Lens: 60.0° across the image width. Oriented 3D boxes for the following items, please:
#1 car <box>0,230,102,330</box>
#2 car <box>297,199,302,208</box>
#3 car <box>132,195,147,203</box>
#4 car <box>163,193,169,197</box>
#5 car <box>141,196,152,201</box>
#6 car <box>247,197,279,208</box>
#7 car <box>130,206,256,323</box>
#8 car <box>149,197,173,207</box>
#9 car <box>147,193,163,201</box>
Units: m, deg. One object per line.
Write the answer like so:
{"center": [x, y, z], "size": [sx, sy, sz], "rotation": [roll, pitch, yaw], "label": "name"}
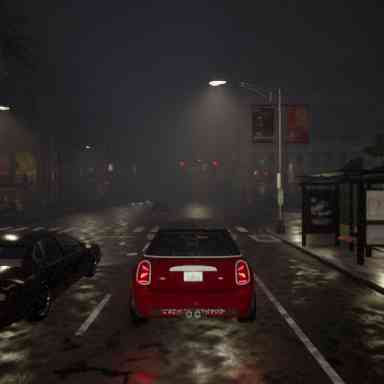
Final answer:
{"center": [-3.491, 1.547, 7.164], "size": [2.033, 1.411, 5.357], "rotation": [0, 0, 0], "label": "car"}
{"center": [16.583, 1.220, 43.074], "size": [5.566, 2.045, 2.150], "rotation": [0, 0, -1], "label": "car"}
{"center": [-11.235, 1.353, 69.680], "size": [2.097, 1.767, 4.553], "rotation": [0, 0, -1], "label": "car"}
{"center": [-7.821, 1.223, 83.412], "size": [2.150, 2.045, 5.566], "rotation": [0, 0, 3], "label": "car"}
{"center": [-11.317, 1.593, 83.574], "size": [1.895, 1.301, 4.718], "rotation": [0, 0, 3], "label": "car"}
{"center": [10.233, 1.505, 46.953], "size": [4.892, 1.490, 1.837], "rotation": [0, 1, 8], "label": "car"}
{"center": [0.008, 1.352, 7.370], "size": [2.097, 1.767, 4.553], "rotation": [0, 0, 0], "label": "car"}
{"center": [-3.832, 1.599, 41.861], "size": [1.895, 1.301, 4.718], "rotation": [0, 0, -1], "label": "car"}
{"center": [-7.738, 1.476, 69.985], "size": [1.882, 1.535, 5.008], "rotation": [0, 0, -1], "label": "car"}
